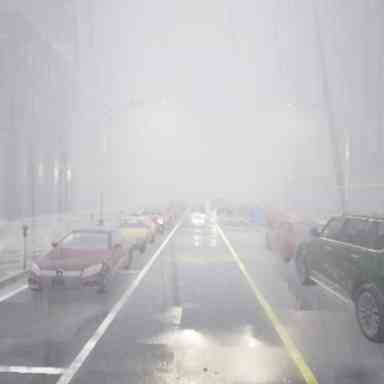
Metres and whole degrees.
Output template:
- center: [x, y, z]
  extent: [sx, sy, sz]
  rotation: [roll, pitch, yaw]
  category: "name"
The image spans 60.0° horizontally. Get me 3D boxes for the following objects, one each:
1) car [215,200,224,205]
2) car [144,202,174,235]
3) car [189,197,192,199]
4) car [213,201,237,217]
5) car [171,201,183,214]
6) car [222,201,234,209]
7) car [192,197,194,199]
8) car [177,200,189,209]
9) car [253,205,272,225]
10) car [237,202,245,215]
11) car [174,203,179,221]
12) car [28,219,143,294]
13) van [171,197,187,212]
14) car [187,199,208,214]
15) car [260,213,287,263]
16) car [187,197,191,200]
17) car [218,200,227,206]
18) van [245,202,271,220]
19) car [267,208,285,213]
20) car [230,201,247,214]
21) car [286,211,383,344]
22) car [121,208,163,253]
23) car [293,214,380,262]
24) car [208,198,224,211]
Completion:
- center: [7.632, 2.834, 92.703]
  extent: [2.008, 1.369, 4.403]
  rotation: [2, -1, 1]
  category: "car"
- center: [-2.427, 1.617, 20.074]
  extent: [1.967, 1.590, 4.097]
  rotation: [2, -1, 1]
  category: "car"
- center: [-1.478, 2.167, 64.874]
  extent: [1.967, 1.590, 4.097]
  rotation: [2, -1, 1]
  category: "car"
- center: [3.804, 2.081, 39.234]
  extent: [1.812, 1.442, 4.674]
  rotation: [1, -1, 2]
  category: "car"
- center: [-2.193, 1.859, 31.273]
  extent: [1.887, 1.381, 4.507]
  rotation: [2, -1, 1]
  category: "car"
- center: [7.040, 2.479, 64.702]
  extent: [1.887, 1.381, 4.507]
  rotation: [2, -1, 1]
  category: "car"
- center: [-1.238, 2.181, 76.076]
  extent: [2.192, 1.841, 5.009]
  rotation: [2, -1, 1]
  category: "car"
- center: [-1.600, 2.224, 59.273]
  extent: [1.947, 1.339, 4.313]
  rotation: [2, -1, 1]
  category: "car"
- center: [6.210, 1.997, 25.498]
  extent: [1.887, 1.381, 4.507]
  rotation: [2, -1, 1]
  category: "car"
- center: [6.566, 2.203, 42.300]
  extent: [1.887, 1.381, 4.507]
  rotation: [2, -1, 1]
  category: "car"
- center: [-2.311, 1.790, 25.672]
  extent: [1.887, 1.381, 4.507]
  rotation: [2, -1, 1]
  category: "car"
- center: [-2.668, 1.622, 8.872]
  extent: [1.802, 1.307, 4.206]
  rotation: [2, -1, 1]
  category: "car"
- center: [-1.950, 1.793, 42.476]
  extent: [1.690, 1.788, 3.998]
  rotation: [2, -1, 1]
  category: "van"
- center: [0.816, 2.017, 42.969]
  extent: [2.128, 1.511, 4.902]
  rotation: [1, -1, 1]
  category: "car"
- center: [4.076, 1.777, 12.814]
  extent: [1.812, 1.442, 4.674]
  rotation: [1, -1, 1]
  category: "car"
- center: [-1.715, 2.030, 53.675]
  extent: [1.967, 1.590, 4.097]
  rotation: [2, -1, 1]
  category: "car"
- center: [7.395, 2.708, 81.503]
  extent: [1.947, 1.339, 4.313]
  rotation: [2, -1, 1]
  category: "car"
- center: [6.334, 1.862, 31.101]
  extent: [1.690, 1.788, 3.998]
  rotation: [2, -1, 1]
  category: "van"
- center: [6.091, 1.929, 19.898]
  extent: [1.887, 1.381, 4.507]
  rotation: [2, -1, 1]
  category: "car"
- center: [6.687, 2.168, 47.902]
  extent: [1.967, 1.590, 4.097]
  rotation: [2, -1, 1]
  category: "car"
- center: [3.878, 1.400, 6.843]
  extent: [2.150, 2.045, 5.566]
  rotation: [1, -1, 0]
  category: "car"
- center: [-2.551, 1.632, 14.303]
  extent: [1.752, 1.417, 4.829]
  rotation: [2, -1, 1]
  category: "car"
- center: [5.977, 1.843, 14.467]
  extent: [1.752, 1.417, 4.829]
  rotation: [2, -1, 1]
  category: "car"
- center: [4.003, 1.926, 51.523]
  extent: [2.150, 2.045, 5.566]
  rotation: [1, -1, 1]
  category: "car"
